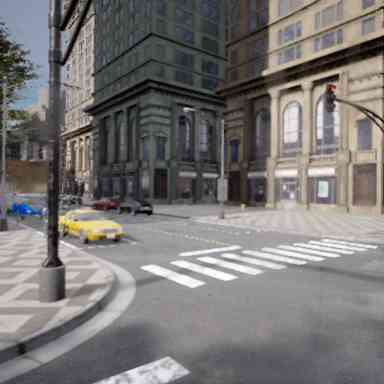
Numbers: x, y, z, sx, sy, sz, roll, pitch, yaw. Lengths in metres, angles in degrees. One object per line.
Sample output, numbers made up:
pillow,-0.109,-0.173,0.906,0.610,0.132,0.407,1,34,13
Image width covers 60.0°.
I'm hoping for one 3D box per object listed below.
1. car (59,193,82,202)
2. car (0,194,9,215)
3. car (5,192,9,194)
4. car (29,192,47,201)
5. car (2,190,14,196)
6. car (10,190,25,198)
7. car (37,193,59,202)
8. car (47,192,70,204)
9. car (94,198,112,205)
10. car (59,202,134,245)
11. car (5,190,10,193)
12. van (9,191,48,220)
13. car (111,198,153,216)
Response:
car,-15.419,1.042,42.558,2.008,1.369,4.403,2,0,-38
car,-15.186,1.159,28.446,2.008,1.369,4.403,2,0,-38
car,-22.015,0.937,37.156,1.752,1.417,4.829,2,0,-38
car,-25.819,0.764,55.814,1.802,1.307,4.206,2,0,-38
car,-43.152,0.265,77.909,1.802,1.307,4.206,2,0,-38
car,-36.218,0.425,69.071,1.887,1.381,4.507,2,0,-38
car,-22.352,0.835,51.395,2.008,1.369,4.403,2,0,-38
car,-18.882,0.828,46.977,1.967,1.590,4.097,2,0,-38
car,-8.483,1.236,33.716,1.887,1.381,4.507,2,0,-38
car,-4.678,1.393,15.049,1.752,1.417,4.829,1,0,-38
car,-24.885,0.819,45.272,1.812,1.442,4.674,1,1,-38
van,-11.715,1.042,24.027,1.690,1.788,3.998,2,0,-38
car,-5.018,1.349,29.296,1.947,1.339,4.313,2,0,-38
